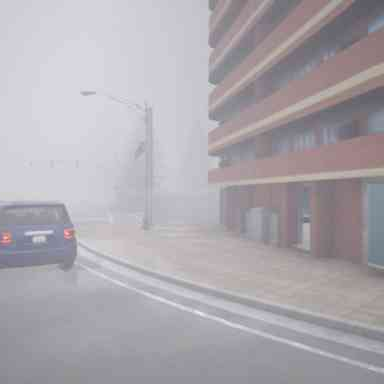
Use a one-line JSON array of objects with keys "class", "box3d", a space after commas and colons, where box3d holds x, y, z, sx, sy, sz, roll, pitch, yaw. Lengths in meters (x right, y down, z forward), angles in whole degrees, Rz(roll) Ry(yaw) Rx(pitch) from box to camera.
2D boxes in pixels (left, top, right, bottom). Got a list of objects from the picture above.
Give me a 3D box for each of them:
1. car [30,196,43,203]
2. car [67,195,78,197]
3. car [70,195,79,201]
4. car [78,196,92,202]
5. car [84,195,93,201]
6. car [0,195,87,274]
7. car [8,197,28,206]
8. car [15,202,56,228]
[{"class": "car", "box3d": [-35.117, 1.736, 75.063, 1.812, 1.442, 4.674, 0, 0, -14]}, {"class": "car", "box3d": [-29.106, 1.600, 79.838, 2.097, 1.767, 4.553, 0, 0, -14]}, {"class": "car", "box3d": [-31.639, 1.618, 89.824, 1.837, 1.490, 4.892, 0, 0, -14]}, {"class": "car", "box3d": [-25.721, 1.801, 80.727, 2.033, 1.411, 5.357, 0, 0, -14]}, {"class": "car", "box3d": [-28.246, 1.673, 90.684, 2.033, 1.411, 5.357, 0, 0, -14]}, {"class": "car", "box3d": [-5.299, 1.253, 10.432, 2.150, 2.045, 5.566, 0, 0, -35]}, {"class": "car", "box3d": [-31.310, 1.668, 60.041, 2.128, 1.511, 4.902, 0, 0, -14]}, {"class": "car", "box3d": [-11.195, 1.563, 24.203, 1.882, 1.535, 5.008, 0, 0, -15]}]
